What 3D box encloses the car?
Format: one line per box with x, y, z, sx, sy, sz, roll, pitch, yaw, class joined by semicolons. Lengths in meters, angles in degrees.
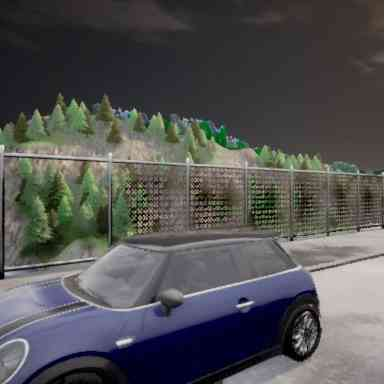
-0.408;1.352;4.307;4.553;1.767;2.097;0;0;-35;car
